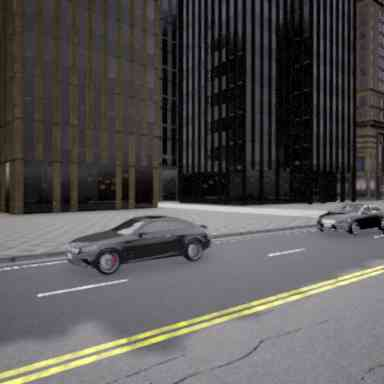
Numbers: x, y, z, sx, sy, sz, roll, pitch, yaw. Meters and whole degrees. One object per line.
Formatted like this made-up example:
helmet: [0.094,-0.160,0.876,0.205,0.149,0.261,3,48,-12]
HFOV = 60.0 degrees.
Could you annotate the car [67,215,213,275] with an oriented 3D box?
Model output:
car: [-1.463,1.489,10.504,4.674,1.442,1.812,-1,0,-36]

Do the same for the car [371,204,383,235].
car: [10.562,1.364,15.115,4.902,1.511,2.128,0,0,-35]

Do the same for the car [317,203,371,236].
car: [8.670,1.364,17.757,4.902,1.511,2.128,0,0,-35]
